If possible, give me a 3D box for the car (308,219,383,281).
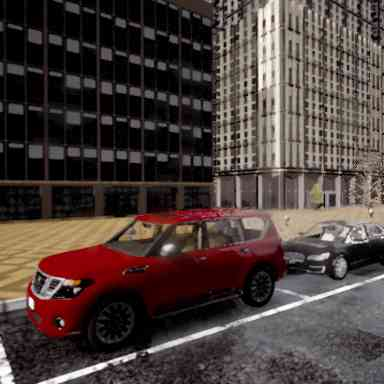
[{"bbox_3d":[4.298,1.506,9.649,4.403,1.369,2.008,0,0,-36],"label":"car"}]

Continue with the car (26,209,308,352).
[{"bbox_3d":[-0.311,1.299,6.348,5.009,1.841,2.192,0,0,-36],"label":"car"}]
